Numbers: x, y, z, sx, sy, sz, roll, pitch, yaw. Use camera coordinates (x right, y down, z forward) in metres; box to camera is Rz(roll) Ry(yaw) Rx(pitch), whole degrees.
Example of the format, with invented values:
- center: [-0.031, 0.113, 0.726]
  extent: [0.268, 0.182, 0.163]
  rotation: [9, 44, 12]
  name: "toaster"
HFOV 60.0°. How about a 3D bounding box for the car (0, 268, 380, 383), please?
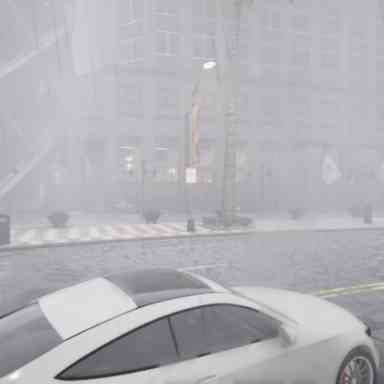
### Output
- center: [-0.135, 1.526, 3.242]
  extent: [4.674, 1.442, 1.812]
  rotation: [0, 0, -33]
  name: "car"
